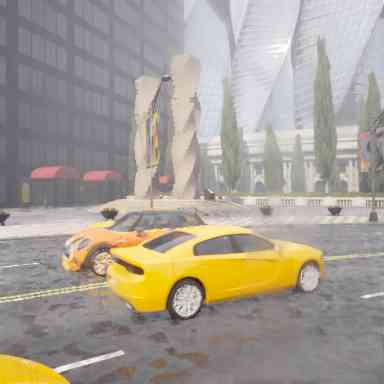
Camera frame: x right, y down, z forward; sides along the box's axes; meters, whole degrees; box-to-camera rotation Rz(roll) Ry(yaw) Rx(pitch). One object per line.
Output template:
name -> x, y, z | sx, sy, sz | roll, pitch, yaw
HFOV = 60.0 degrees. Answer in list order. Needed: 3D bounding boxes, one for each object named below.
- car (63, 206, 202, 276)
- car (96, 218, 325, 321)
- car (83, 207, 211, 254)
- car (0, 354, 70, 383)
car -> -1.510, 1.349, 10.198 | 4.553, 1.767, 2.097 | 0, 0, -27
car -> 0.717, 1.476, 7.281 | 5.008, 1.535, 1.882 | 0, 0, -29
car -> -1.842, 1.474, 13.976 | 5.008, 1.535, 1.882 | 0, 0, -26
car -> -2.742, 1.477, 0.836 | 5.008, 1.535, 1.882 | 0, 0, -41
